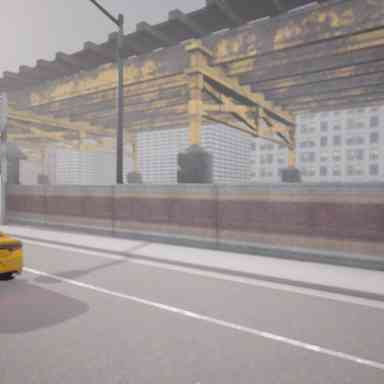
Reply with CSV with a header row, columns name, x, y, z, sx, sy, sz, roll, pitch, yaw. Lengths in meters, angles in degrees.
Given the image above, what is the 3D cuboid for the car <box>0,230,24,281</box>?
name,x,y,z,sx,sy,sz,roll,pitch,yaw
car,-6.229,1.399,8.390,5.008,1.535,1.882,1,0,36
